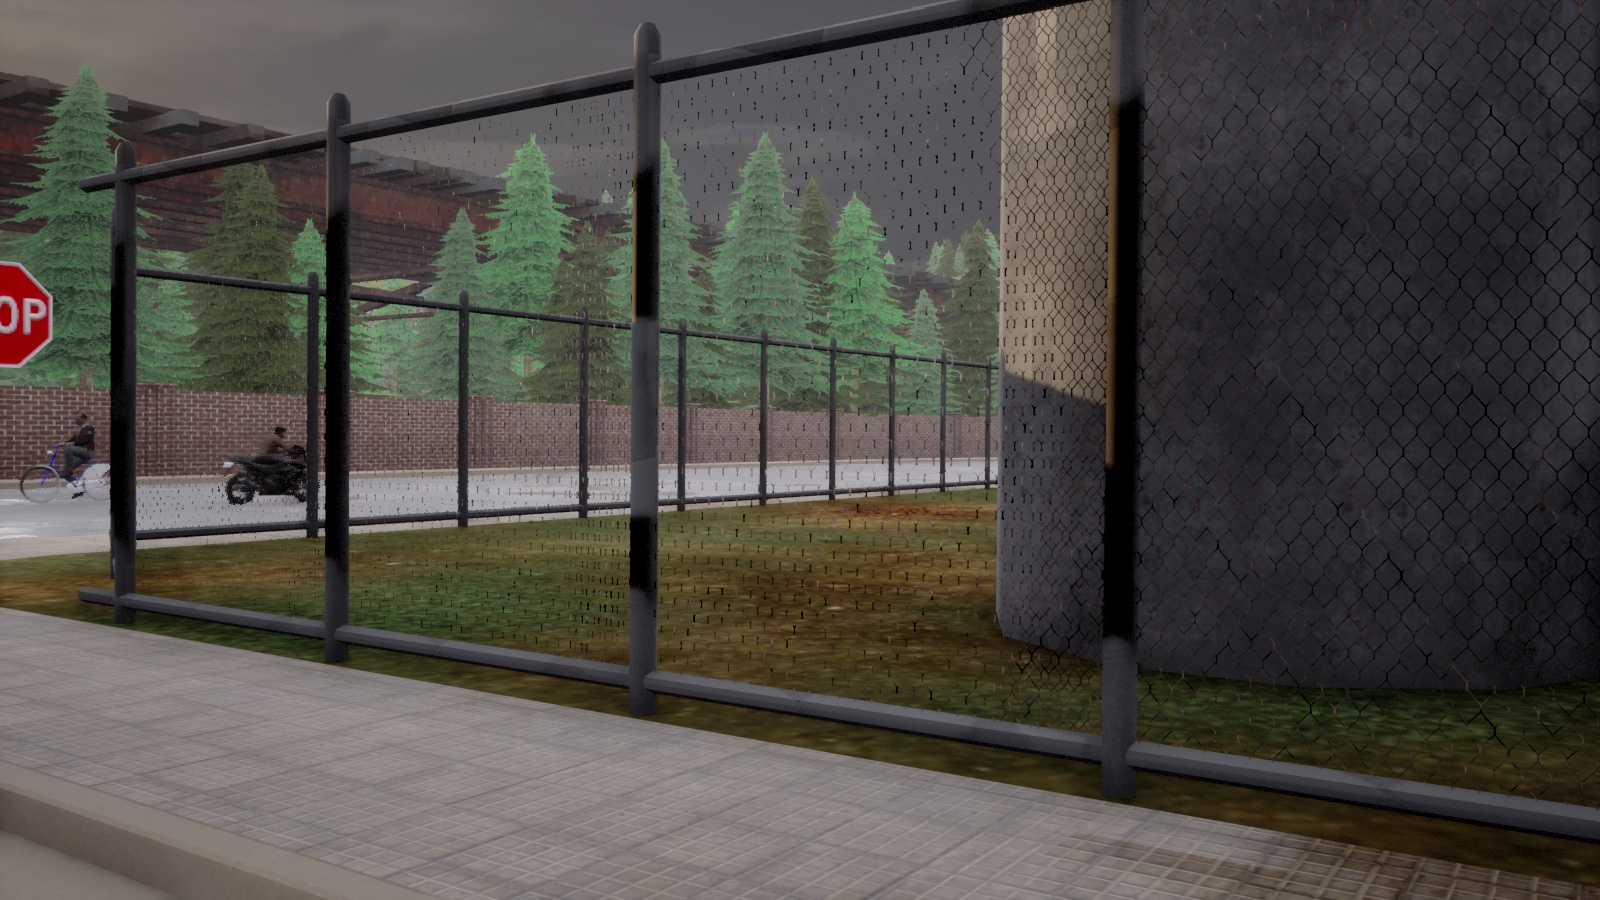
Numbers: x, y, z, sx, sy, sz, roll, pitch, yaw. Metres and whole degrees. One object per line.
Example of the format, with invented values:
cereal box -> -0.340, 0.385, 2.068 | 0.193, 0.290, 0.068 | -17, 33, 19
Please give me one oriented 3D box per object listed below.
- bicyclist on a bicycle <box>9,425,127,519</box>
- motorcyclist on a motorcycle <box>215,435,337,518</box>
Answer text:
bicyclist on a bicycle -> -14.202, 0.397, 24.417 | 0.659, 1.776, 1.843 | 0, 1, 34
motorcyclist on a motorcycle -> -10.086, 0.474, 24.248 | 0.797, 1.523, 2.044 | 0, 1, 34
